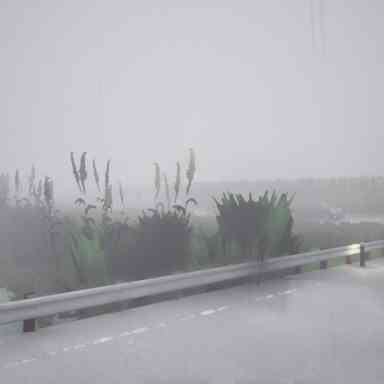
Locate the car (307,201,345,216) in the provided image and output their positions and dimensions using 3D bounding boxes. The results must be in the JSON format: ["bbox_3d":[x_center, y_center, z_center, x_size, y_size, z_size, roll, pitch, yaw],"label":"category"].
[{"bbox_3d":[10.812,1.569,28.981,2.097,1.767,4.553,-1,1,-43],"label":"car"}]
